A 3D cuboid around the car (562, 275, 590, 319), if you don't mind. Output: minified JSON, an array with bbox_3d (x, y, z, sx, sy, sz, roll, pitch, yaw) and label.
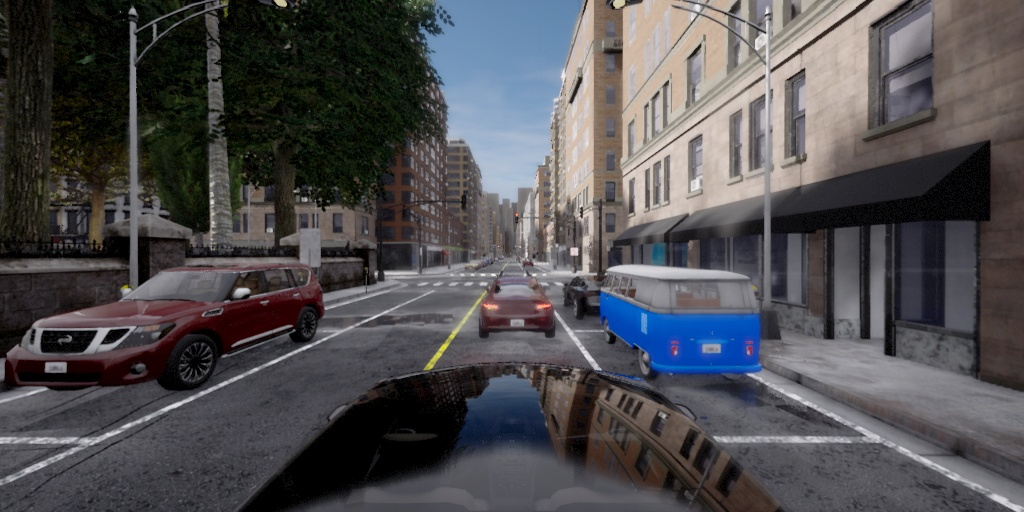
[{"bbox_3d":[2.880,1.313,12.647,1.948,1.339,4.313,0,0,0],"label":"car"}]

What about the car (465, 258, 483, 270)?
[{"bbox_3d":[-5.564,1.246,50.483,1.751,1.417,4.829,0,0,0],"label":"car"}]

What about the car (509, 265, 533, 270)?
[{"bbox_3d":[0.112,1.345,18.849,1.895,1.301,4.718,0,0,-1],"label":"car"}]

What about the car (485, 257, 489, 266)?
[{"bbox_3d":[-5.540,1.263,61.555,1.888,1.381,4.507,0,0,0],"label":"car"}]

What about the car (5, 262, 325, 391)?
[{"bbox_3d":[-5.657,1.064,6.965,2.192,1.841,5.009,0,0,0],"label":"car"}]

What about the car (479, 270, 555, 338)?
[{"bbox_3d":[0.123,1.274,10.027,1.812,1.442,4.674,0,0,0],"label":"car"}]

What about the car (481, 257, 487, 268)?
[{"bbox_3d":[-5.552,1.270,56.104,2.007,1.370,4.403,0,0,0],"label":"car"}]

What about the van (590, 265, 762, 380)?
[{"bbox_3d":[2.867,1.090,6.986,1.690,1.789,3.998,0,0,0],"label":"van"}]
